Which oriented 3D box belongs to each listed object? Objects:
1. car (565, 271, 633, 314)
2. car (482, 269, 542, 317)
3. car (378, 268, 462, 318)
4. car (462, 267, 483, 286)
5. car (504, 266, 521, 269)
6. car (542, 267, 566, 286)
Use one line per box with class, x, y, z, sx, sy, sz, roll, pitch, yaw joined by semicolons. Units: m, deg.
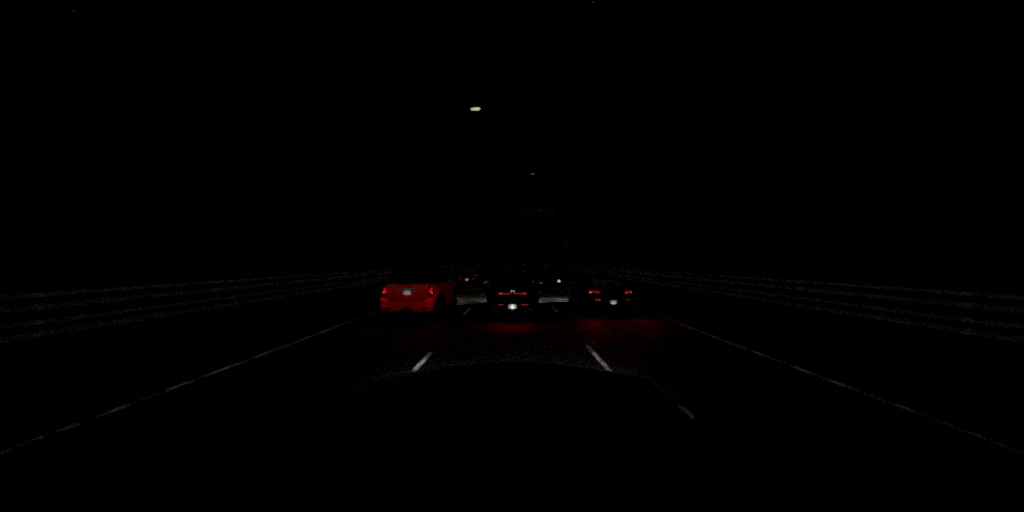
car;3.547;1.451;14.761;1.812;1.442;4.674;0;-1;0
car;0.042;1.423;14.117;1.837;1.490;4.892;0;0;1
car;-3.458;1.266;14.012;2.097;1.767;4.553;0;-1;1
car;-3.456;1.661;29.779;1.812;1.442;4.674;0;-1;1
car;0.046;1.620;30.273;1.882;1.535;5.008;0;0;0
car;3.539;1.632;29.117;1.837;1.490;4.892;0;0;1
